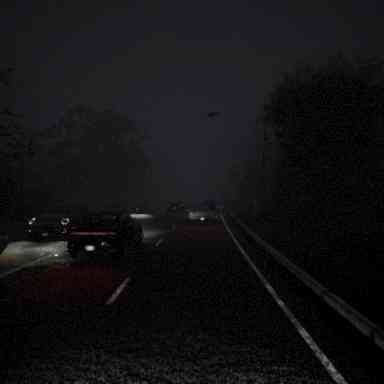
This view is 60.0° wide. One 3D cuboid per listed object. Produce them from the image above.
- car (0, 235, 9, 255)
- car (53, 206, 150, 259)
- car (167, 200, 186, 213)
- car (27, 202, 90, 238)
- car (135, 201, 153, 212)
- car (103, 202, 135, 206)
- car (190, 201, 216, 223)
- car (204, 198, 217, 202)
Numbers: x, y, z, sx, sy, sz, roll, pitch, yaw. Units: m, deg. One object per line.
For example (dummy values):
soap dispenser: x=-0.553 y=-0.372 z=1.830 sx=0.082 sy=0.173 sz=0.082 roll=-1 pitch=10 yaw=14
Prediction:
car: x=-6.971 y=1.617 z=8.649 sx=1.895 sy=1.301 sz=4.718 roll=0 pitch=0 yaw=1
car: x=-3.109 y=1.518 z=12.688 sx=2.128 sy=1.511 sz=4.902 roll=0 pitch=0 yaw=1
car: x=-1.749 y=1.611 z=38.979 sx=1.812 sy=1.442 sz=4.674 roll=0 pitch=0 yaw=4
car: x=-6.701 y=1.388 z=17.616 sx=2.097 sy=1.767 sz=4.553 roll=0 pitch=0 yaw=2
car: x=-5.572 y=1.642 z=36.627 sx=1.994 sy=1.385 sz=4.181 roll=0 pitch=0 yaw=4
car: x=-6.257 y=1.561 z=26.591 sx=1.837 sy=1.490 sz=4.892 roll=0 pitch=0 yaw=4
car: x=0.876 y=1.660 z=26.141 sx=1.895 sy=1.301 sz=4.718 roll=0 pitch=0 yaw=3
car: x=2.540 y=1.612 z=47.571 sx=1.837 sy=1.490 sz=4.892 roll=0 pitch=0 yaw=6
